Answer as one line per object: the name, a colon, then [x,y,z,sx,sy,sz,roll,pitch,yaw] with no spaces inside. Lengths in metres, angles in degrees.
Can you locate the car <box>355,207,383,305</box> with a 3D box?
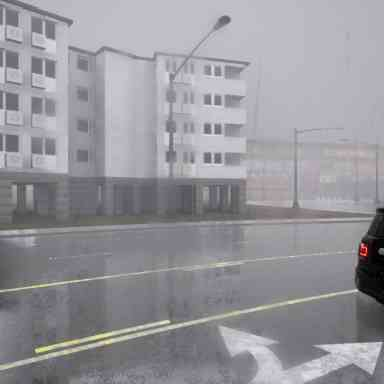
car: [5.697,1.221,6.288,5.566,2.045,2.150,0,0,-23]
